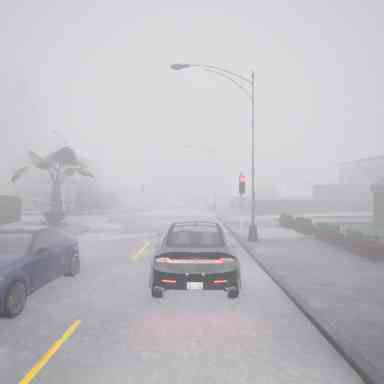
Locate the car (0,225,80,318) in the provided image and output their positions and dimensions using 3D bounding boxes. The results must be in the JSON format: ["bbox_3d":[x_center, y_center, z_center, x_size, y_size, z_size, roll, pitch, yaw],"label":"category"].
[{"bbox_3d":[-4.020,1.526,7.542,1.812,1.442,4.674,0,0,1],"label":"car"}]

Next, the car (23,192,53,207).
[{"bbox_3d":[-19.576,0.986,42.937,1.905,1.878,3.866,0,0,35],"label":"car"}]

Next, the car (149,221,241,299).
[{"bbox_3d":[0.087,1.492,8.471,2.128,1.511,4.902,0,0,1],"label":"car"}]

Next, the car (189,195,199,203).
[{"bbox_3d":[0.385,1.491,66.855,2.128,1.511,4.902,0,0,0],"label":"car"}]

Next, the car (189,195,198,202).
[{"bbox_3d":[0.347,1.525,80.629,2.128,1.511,4.902,0,0,0],"label":"car"}]
